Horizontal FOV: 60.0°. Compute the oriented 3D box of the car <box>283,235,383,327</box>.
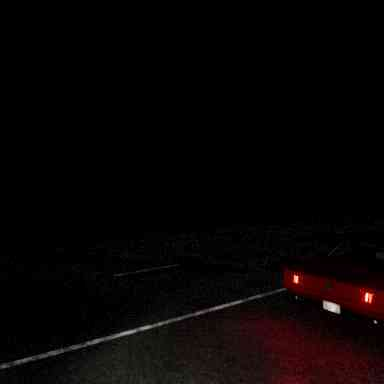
[{"bbox_3d":[4.051,1.531,6.615,4.718,1.301,1.895,-1,1,-35],"label":"car"}]
